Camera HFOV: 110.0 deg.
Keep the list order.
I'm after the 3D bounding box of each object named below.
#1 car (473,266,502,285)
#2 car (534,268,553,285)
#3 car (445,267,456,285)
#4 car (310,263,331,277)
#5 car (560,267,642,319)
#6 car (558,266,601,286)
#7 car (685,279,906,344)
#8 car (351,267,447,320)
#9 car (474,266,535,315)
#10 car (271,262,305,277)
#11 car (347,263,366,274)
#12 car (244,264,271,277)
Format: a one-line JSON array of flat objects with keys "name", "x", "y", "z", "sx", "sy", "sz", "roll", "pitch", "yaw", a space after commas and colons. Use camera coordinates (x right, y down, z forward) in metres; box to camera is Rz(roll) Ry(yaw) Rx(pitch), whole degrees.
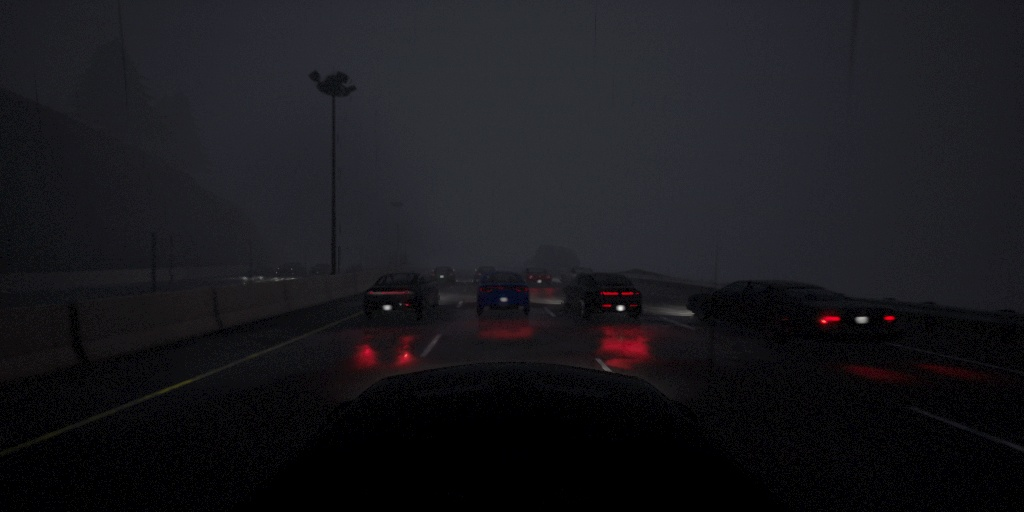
[{"name": "car", "x": -2.083, "y": 1.531, "z": 29.360, "sx": 1.994, "sy": 1.385, "sz": 4.181, "roll": 0, "pitch": 0, "yaw": -8}, {"name": "car", "x": 1.694, "y": 1.541, "z": 27.756, "sx": 1.895, "sy": 1.301, "sz": 4.718, "roll": 0, "pitch": 0, "yaw": -7}, {"name": "car", "x": -5.569, "y": 1.543, "z": 29.044, "sx": 1.994, "sy": 1.385, "sz": 4.181, "roll": 0, "pitch": 0, "yaw": -8}, {"name": "car", "x": -22.923, "y": 1.660, "z": 43.501, "sx": 1.837, "sy": 1.490, "sz": 4.892, "roll": 0, "pitch": 0, "yaw": -14}, {"name": "car", "x": 3.141, "y": 1.330, "z": 13.248, "sx": 1.837, "sy": 1.490, "sz": 4.892, "roll": 0, "pitch": 0, "yaw": -3}, {"name": "car", "x": 5.175, "y": 1.530, "z": 28.114, "sx": 1.895, "sy": 1.301, "sz": 4.718, "roll": 0, "pitch": 0, "yaw": -7}, {"name": "car", "x": 6.833, "y": 1.330, "z": 9.611, "sx": 2.033, "sy": 1.411, "sz": 5.357, "roll": 0, "pitch": 0, "yaw": -2}, {"name": "car", "x": -3.859, "y": 1.344, "z": 13.107, "sx": 2.128, "sy": 1.511, "sz": 4.902, "roll": 0, "pitch": 0, "yaw": -3}, {"name": "car", "x": -0.420, "y": 1.324, "z": 14.259, "sx": 1.882, "sy": 1.535, "sz": 5.008, "roll": 0, "pitch": -1, "yaw": -4}, {"name": "car", "x": -26.346, "y": 1.517, "z": 42.733, "sx": 2.097, "sy": 1.767, "sz": 4.553, "roll": 0, "pitch": 0, "yaw": -14}, {"name": "car", "x": -20.033, "y": 1.693, "z": 46.319, "sx": 1.812, "sy": 1.442, "sz": 4.674, "roll": 0, "pitch": -1, "yaw": -15}, {"name": "car", "x": -29.904, "y": 1.704, "z": 42.585, "sx": 1.812, "sy": 1.442, "sz": 4.674, "roll": 0, "pitch": -1, "yaw": -14}]
